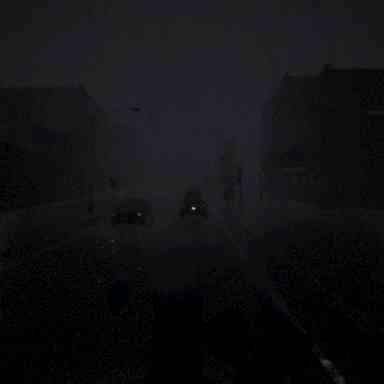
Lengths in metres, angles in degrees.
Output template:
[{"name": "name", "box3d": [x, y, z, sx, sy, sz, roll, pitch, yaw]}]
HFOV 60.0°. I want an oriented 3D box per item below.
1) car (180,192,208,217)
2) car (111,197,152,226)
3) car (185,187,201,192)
[{"name": "car", "box3d": [0.108, 1.002, 24.604, 1.994, 1.385, 4.181, 0, 3, 0]}, {"name": "car", "box3d": [-3.593, 1.088, 20.434, 1.882, 1.535, 5.008, 0, 2, 0]}, {"name": "car", "box3d": [0.113, 0.048, 42.797, 1.882, 1.535, 5.008, 0, 3, 0]}]
